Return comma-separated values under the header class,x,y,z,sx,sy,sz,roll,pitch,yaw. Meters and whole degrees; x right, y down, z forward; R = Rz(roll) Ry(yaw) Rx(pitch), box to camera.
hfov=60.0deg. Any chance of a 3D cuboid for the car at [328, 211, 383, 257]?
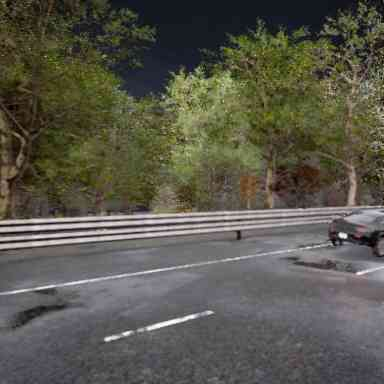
class,x,y,z,sx,sy,sz,roll,pitch,yaw
car,7.305,1.514,13.193,4.674,1.442,1.812,4,3,-35
